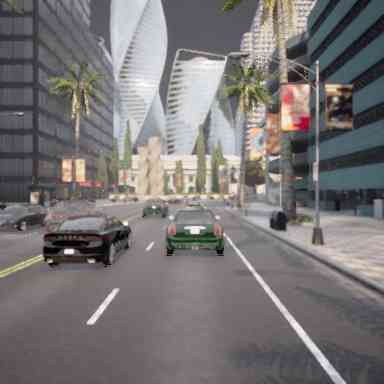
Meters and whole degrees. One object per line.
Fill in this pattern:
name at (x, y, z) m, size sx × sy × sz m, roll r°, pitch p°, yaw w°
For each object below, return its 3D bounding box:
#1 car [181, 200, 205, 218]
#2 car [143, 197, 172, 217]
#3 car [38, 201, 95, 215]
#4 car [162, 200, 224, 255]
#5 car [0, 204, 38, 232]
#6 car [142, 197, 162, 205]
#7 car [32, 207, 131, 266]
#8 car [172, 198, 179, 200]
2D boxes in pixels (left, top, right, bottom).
car at (0.106, 1.555, 32.029) m, size 2.128 × 1.511 × 4.902 m, roll 0°, pitch 0°, yaw 0°
car at (-3.396, 1.415, 31.834) m, size 2.097 × 1.767 × 4.553 m, roll 0°, pitch 0°, yaw 0°
car at (-7.096, 1.392, 20.161) m, size 2.097 × 1.767 × 4.553 m, roll 0°, pitch 0°, yaw 0°
car at (0.103, 1.379, 13.582) m, size 2.097 × 1.767 × 4.553 m, roll 0°, pitch 0°, yaw 0°
car at (-10.596, 1.546, 20.655) m, size 1.837 × 1.490 × 4.892 m, roll 0°, pitch 0°, yaw 0°
car at (-7.384, 1.648, 61.976) m, size 1.812 × 1.442 × 4.674 m, roll 0°, pitch 0°, yaw 21°
car at (-3.398, 1.501, 11.675) m, size 1.882 × 1.535 × 5.008 m, roll 0°, pitch 0°, yaw 0°
car at (-3.737, 1.722, 61.642) m, size 1.895 × 1.301 × 4.718 m, roll 0°, pitch 0°, yaw 23°
